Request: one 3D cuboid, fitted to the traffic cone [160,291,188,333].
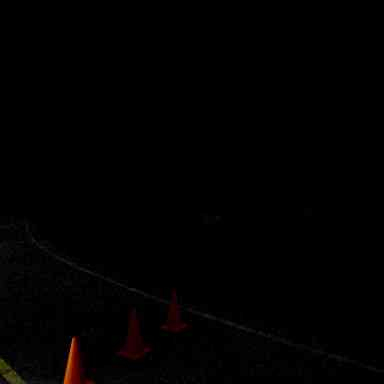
[{"bbox_3d":[-0.289,1.931,5.475,0.340,0.580,0.340,1,1,31],"label":"traffic cone"}]

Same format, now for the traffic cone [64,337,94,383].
[{"bbox_3d":[-1.328,1.945,3.774,0.340,0.580,0.340,1,1,31],"label":"traffic cone"}]

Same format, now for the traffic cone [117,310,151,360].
[{"bbox_3d":[-0.809,1.938,4.624,0.340,0.580,0.340,1,1,31],"label":"traffic cone"}]
